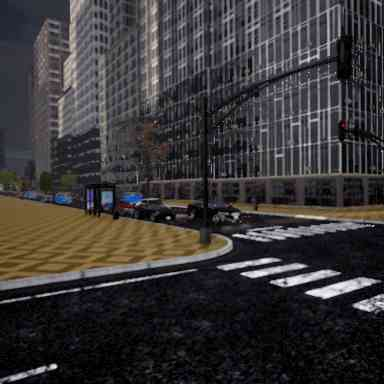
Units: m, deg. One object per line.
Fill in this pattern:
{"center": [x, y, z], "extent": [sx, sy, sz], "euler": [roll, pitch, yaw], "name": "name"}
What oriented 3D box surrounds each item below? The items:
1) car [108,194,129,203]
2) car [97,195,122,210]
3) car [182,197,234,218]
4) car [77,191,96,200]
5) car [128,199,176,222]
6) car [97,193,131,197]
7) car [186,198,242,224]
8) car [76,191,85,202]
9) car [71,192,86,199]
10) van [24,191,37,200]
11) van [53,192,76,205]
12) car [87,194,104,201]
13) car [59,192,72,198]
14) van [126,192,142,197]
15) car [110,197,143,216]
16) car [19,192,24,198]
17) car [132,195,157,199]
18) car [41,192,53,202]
{"center": [-11.903, 1.090, 53.689], "extent": [1.802, 1.307, 4.206], "euler": [0, 1, -34], "name": "car"}
{"center": [-9.244, 1.351, 34.856], "extent": [1.947, 1.339, 4.313], "euler": [0, 1, -34], "name": "car"}
{"center": [1.346, 1.285, 29.685], "extent": [2.128, 1.511, 4.902], "euler": [-1, 1, -34], "name": "car"}
{"center": [-21.526, 0.663, 67.762], "extent": [2.192, 1.841, 5.009], "euler": [0, 1, -34], "name": "car"}
{"center": [-2.891, 1.454, 25.428], "extent": [1.947, 1.339, 4.313], "euler": [0, 1, -34], "name": "car"}
{"center": [-9.530, 1.212, 39.955], "extent": [1.837, 1.490, 4.892], "euler": [-1, 1, -34], "name": "car"}
{"center": [1.516, 1.376, 23.785], "extent": [2.128, 1.511, 4.902], "euler": [-1, 1, -34], "name": "car"}
{"center": [-19.042, 0.968, 59.508], "extent": [1.837, 1.490, 4.892], "euler": [-1, 1, -34], "name": "car"}
{"center": [-24.734, 0.734, 72.455], "extent": [1.967, 1.590, 4.097], "euler": [0, 1, -34], "name": "car"}
{"center": [-34.859, 0.702, 72.418], "extent": [1.690, 1.788, 3.998], "euler": [0, 1, -34], "name": "van"}
{"center": [-18.821, 0.970, 48.958], "extent": [1.690, 1.788, 3.998], "euler": [0, 1, -34], "name": "van"}
{"center": [-18.318, 0.983, 63.073], "extent": [1.802, 1.307, 4.206], "euler": [0, 1, -34], "name": "car"}
{"center": [-31.149, 0.737, 81.840], "extent": [2.008, 1.369, 4.403], "euler": [0, 1, -34], "name": "car"}
{"center": [-8.696, 0.902, 48.994], "extent": [1.690, 1.788, 3.998], "euler": [0, 1, -34], "name": "van"}
{"center": [-6.085, 1.419, 30.132], "extent": [1.802, 1.307, 4.206], "euler": [0, 1, -34], "name": "car"}
{"center": [-38.067, 0.747, 77.111], "extent": [1.967, 1.590, 4.097], "euler": [0, 1, -34], "name": "car"}
{"center": [-3.691, 1.327, 31.407], "extent": [1.812, 1.442, 4.674], "euler": [-1, 1, -34], "name": "car"}
{"center": [-25.237, 1.073, 58.344], "extent": [2.008, 1.369, 4.403], "euler": [0, 1, -34], "name": "car"}
